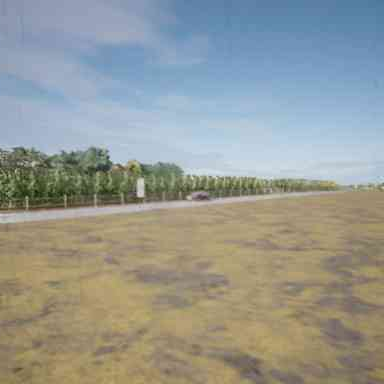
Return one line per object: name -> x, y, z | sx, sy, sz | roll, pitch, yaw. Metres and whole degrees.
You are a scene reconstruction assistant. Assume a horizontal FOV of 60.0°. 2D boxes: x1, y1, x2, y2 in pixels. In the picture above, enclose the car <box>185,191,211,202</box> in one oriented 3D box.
car -> 0.956, 0.604, 47.980 | 1.812, 1.442, 4.674 | 1, 2, 36
